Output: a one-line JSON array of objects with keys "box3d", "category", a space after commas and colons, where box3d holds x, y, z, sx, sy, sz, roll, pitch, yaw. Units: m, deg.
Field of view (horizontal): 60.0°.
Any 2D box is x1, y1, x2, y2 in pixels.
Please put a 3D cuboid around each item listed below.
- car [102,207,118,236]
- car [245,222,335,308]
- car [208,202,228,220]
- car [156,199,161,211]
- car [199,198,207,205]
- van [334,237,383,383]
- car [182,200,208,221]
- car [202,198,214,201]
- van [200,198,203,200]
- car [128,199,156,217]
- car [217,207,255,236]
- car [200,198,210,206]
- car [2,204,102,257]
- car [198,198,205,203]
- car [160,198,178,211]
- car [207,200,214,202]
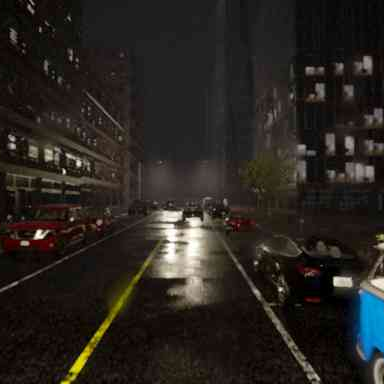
[{"box3d": [-5.672, 1.637, 19.509, 1.967, 1.590, 4.097, 1, -1, 0], "category": "car"}, {"box3d": [2.682, 1.648, 7.988, 1.947, 1.339, 4.313, 1, -1, 0], "category": "car"}, {"box3d": [2.673, 1.872, 30.778, 1.947, 1.339, 4.313, 1, -1, 0], "category": "car"}, {"box3d": [-5.674, 2.036, 47.997, 1.947, 1.339, 4.313, 1, -1, 0], "category": "car"}, {"box3d": [2.674, 2.318, 82.227, 1.752, 1.417, 4.829, 1, -1, 0], "category": "car"}, {"box3d": [2.719, 1.366, 2.293, 1.690, 1.788, 3.998, 1, -1, 0], "category": "van"}, {"box3d": [0.088, 1.795, 30.508, 2.128, 1.511, 4.902, 0, -1, 0], "category": "car"}, {"box3d": [2.673, 2.013, 47.871, 1.887, 1.381, 4.507, 1, -1, 0], "category": "car"}, {"box3d": [2.678, 1.863, 53.571, 1.690, 1.788, 3.998, 1, -1, 0], "category": "van"}, {"box3d": [-5.669, 1.677, 36.603, 2.192, 1.841, 5.009, 1, -1, 0], "category": "car"}, {"box3d": [2.672, 1.777, 19.383, 1.802, 1.307, 4.206, 1, -1, 0], "category": "car"}, {"box3d": [2.676, 2.124, 70.663, 1.967, 1.590, 4.097, 1, -1, 0], "category": "car"}, {"box3d": [-5.669, 1.456, 13.810, 2.192, 1.841, 5.009, 1, -1, 0], "category": "car"}, {"box3d": [2.673, 2.449, 93.452, 2.008, 1.369, 4.403, 1, -1, 0], "category": "car"}, {"box3d": [-3.083, 1.974, 47.958, 1.837, 1.490, 4.892, 0, -1, 0], "category": "car"}, {"box3d": [2.673, 1.926, 36.476, 1.947, 1.339, 4.313, 1, -1, 0], "category": "car"}]
